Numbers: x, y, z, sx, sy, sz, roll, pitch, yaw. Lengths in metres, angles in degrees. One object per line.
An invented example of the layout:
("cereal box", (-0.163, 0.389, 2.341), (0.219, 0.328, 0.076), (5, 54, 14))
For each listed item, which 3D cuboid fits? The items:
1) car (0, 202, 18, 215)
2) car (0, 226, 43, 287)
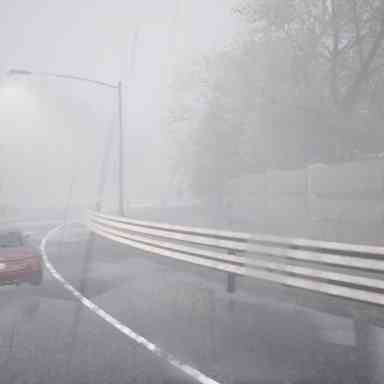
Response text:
("car", (-20.791, 1.759, 34.832), (1.812, 1.442, 4.674), (-1, 0, 43))
("car", (-5.312, 1.617, 8.985), (1.994, 1.385, 4.181), (-1, 0, -32))
